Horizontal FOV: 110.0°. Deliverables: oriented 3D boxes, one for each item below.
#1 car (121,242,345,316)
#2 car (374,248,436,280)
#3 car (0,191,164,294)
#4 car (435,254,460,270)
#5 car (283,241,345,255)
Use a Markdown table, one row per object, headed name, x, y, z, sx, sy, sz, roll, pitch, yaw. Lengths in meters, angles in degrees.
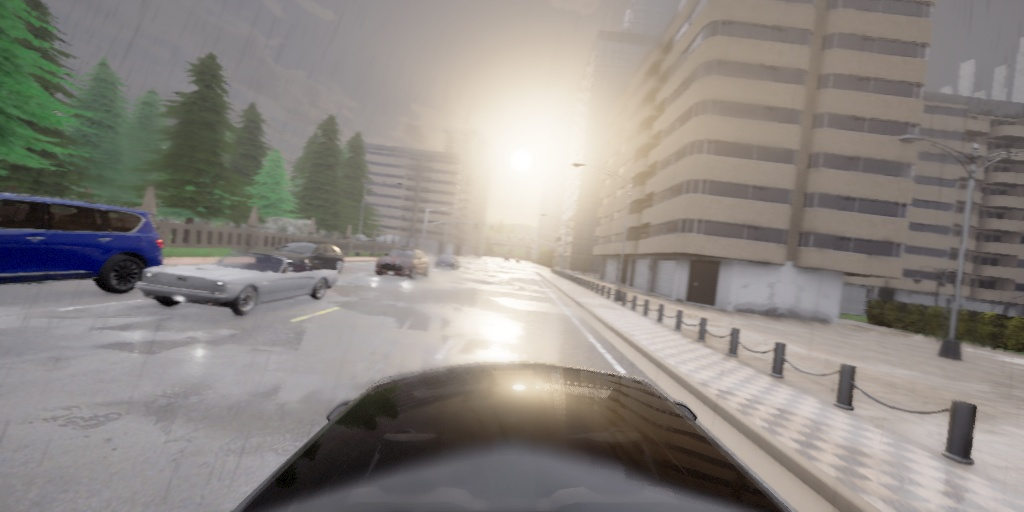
| name | x | y | z | sx | sy | sz | roll | pitch | yaw |
| --- | --- | --- | --- | --- | --- | --- | --- | --- | --- |
| car | -6.530 | 0.549 | 9.308 | 1.895 | 1.301 | 4.718 | 7 | 0 | 1 |
| car | -6.349 | 0.330 | 21.276 | 2.097 | 1.767 | 4.553 | 7 | 0 | 1 |
| car | -9.988 | -0.261 | 6.845 | 2.150 | 2.045 | 5.566 | 7 | 0 | 1 |
| car | -6.169 | 0.539 | 34.825 | 1.812 | 1.442 | 4.674 | 7 | 0 | 1 |
| car | -9.893 | 0.044 | 17.363 | 1.837 | 1.490 | 4.892 | 7 | 0 | 1 |
